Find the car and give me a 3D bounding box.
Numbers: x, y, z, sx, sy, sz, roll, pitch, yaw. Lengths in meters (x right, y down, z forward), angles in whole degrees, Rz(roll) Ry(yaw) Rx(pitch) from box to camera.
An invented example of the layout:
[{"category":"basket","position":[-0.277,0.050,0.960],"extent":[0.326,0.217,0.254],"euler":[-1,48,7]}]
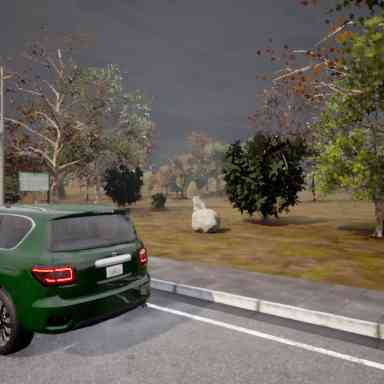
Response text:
[{"category":"car","position":[-3.298,1.221,6.321],"extent":[5.566,2.045,2.150],"euler":[0,0,35]}]
